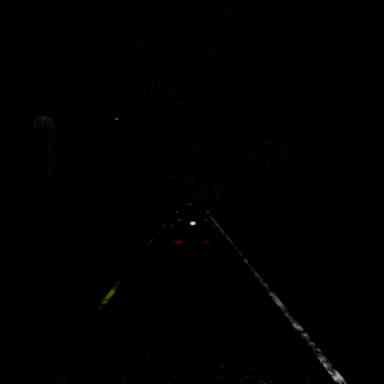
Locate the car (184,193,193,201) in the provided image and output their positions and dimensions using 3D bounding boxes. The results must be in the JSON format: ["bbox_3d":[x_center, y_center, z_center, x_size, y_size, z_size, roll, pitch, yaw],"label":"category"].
[{"bbox_3d":[-0.831,1.022,69.791,1.882,1.535,5.008,0,0,-1],"label":"car"}]

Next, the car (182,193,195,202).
[{"bbox_3d":[-0.604,1.258,59.370,1.837,1.490,4.892,0,0,-1],"label":"car"}]

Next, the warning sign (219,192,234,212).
[{"bbox_3d":[3.375,0.976,32.258,1.300,1.860,1.060,1,1,-1],"label":"warning sign"}]

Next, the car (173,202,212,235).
[{"bbox_3d":[0.033,1.485,18.114,1.994,1.385,4.181,0,0,0],"label":"car"}]
